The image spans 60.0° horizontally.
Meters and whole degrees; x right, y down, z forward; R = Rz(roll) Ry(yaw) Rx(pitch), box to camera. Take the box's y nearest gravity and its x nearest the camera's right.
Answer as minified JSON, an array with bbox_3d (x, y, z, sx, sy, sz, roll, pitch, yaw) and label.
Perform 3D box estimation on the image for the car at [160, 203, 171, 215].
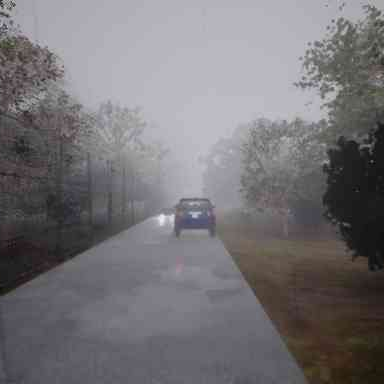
[{"bbox_3d":[-2.732,2.023,40.396,1.895,1.301,4.718,0,-1,0],"label":"car"}]

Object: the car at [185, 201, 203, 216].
[{"bbox_3d":[0.200,1.850,37.939,1.882,1.535,5.008,0,-1,0],"label":"car"}]

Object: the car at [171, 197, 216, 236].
[{"bbox_3d":[0.162,1.316,19.186,2.150,2.045,5.566,0,-1,0],"label":"car"}]
